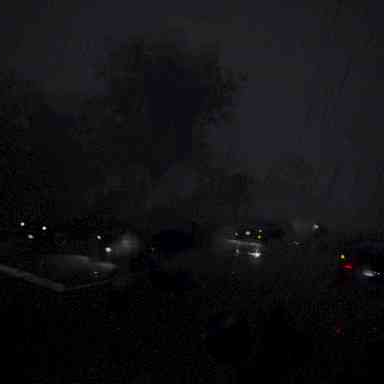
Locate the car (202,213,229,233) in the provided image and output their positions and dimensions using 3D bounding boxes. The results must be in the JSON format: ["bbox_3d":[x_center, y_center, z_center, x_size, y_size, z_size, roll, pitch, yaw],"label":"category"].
[{"bbox_3d":[0.816,2.116,22.078,1.994,1.385,4.181,4,-3,34],"label":"car"}]

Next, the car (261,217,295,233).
[{"bbox_3d":[8.906,3.407,34.172,1.994,1.385,4.181,4,-3,34],"label":"car"}]

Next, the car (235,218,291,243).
[{"bbox_3d":[4.417,2.404,21.168,1.994,1.385,4.181,4,-3,34],"label":"car"}]

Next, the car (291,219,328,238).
[{"bbox_3d":[11.439,3.322,31.650,2.097,1.767,4.553,4,-3,34],"label":"car"}]

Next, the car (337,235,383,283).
[{"bbox_3d":[6.028,2.157,10.825,1.812,1.442,4.674,4,-2,34],"label":"car"}]

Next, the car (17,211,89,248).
[{"bbox_3d":[-4.632,1.456,13.951,1.895,1.301,4.718,4,-1,34],"label":"car"}]

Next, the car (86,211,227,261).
[{"bbox_3d":[-1.081,1.658,12.908,2.033,1.411,5.357,4,-2,38],"label":"car"}]
